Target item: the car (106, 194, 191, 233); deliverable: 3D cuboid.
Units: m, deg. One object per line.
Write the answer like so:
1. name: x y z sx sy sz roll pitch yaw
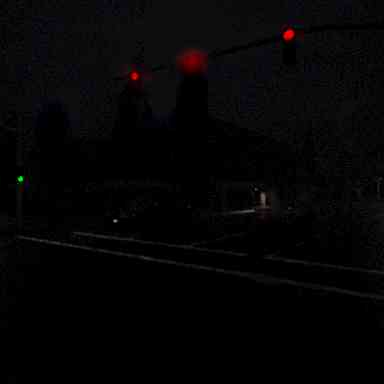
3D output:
1. car: -2.327 1.134 19.411 2.150 2.045 5.566 1 1 37

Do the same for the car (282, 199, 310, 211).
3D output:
1. car: 12.227 1.490 39.025 1.895 1.301 4.718 1 0 37
